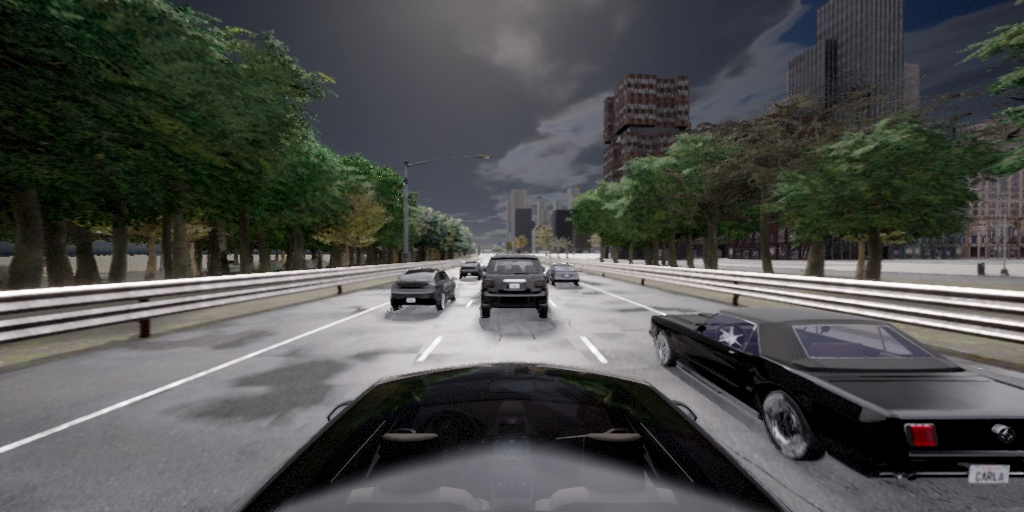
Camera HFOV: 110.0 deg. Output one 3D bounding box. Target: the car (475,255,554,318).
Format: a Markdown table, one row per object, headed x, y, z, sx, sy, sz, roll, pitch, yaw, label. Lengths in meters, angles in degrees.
| x | y | z | sx | sy | sz | roll | pitch | yaw | label |
| --- | --- | --- | --- | --- | --- | --- | --- | --- | --- |
| 0.080 | 0.977 | 13.186 | 2.150 | 2.045 | 5.566 | 0 | 0 | 0 | car |

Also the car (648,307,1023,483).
| x | y | z | sx | sy | sz | roll | pitch | yaw | label |
| --- | --- | --- | --- | --- | --- | --- | --- | --- | --- |
| 3.592 | 1.353 | 4.916 | 1.895 | 1.301 | 4.718 | 0 | 0 | 0 | car |

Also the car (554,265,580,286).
| x | y | z | sx | sy | sz | roll | pitch | yaw | label |
| --- | --- | --- | --- | --- | --- | --- | --- | --- | --- |
| 3.479 | 1.308 | 25.411 | 2.033 | 1.411 | 5.357 | 0 | 0 | -1 | car |

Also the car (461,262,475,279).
| x | y | z | sx | sy | sz | roll | pitch | yaw | label |
| --- | --- | --- | --- | --- | --- | --- | --- | --- | --- |
| -3.609 | 1.266 | 32.412 | 1.837 | 1.490 | 4.892 | 0 | 0 | -1 | car |

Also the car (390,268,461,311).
| x | y | z | sx | sy | sz | roll | pitch | yaw | label |
| --- | --- | --- | --- | --- | --- | --- | --- | --- | --- |
| -3.440 | 1.261 | 14.590 | 1.837 | 1.490 | 4.892 | 0 | 0 | 0 | car |
